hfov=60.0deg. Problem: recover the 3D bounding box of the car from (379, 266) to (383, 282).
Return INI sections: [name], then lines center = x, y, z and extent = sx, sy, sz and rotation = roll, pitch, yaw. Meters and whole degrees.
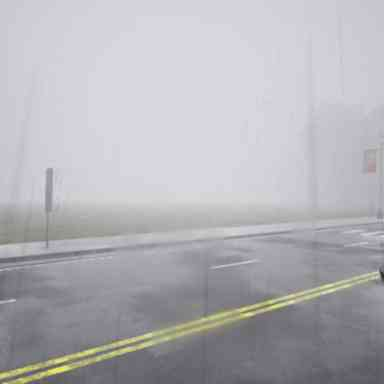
[car]
center = 6.722, 1.597, 8.233
extent = 5.357, 1.411, 2.033
rotation = 0, 0, -36
